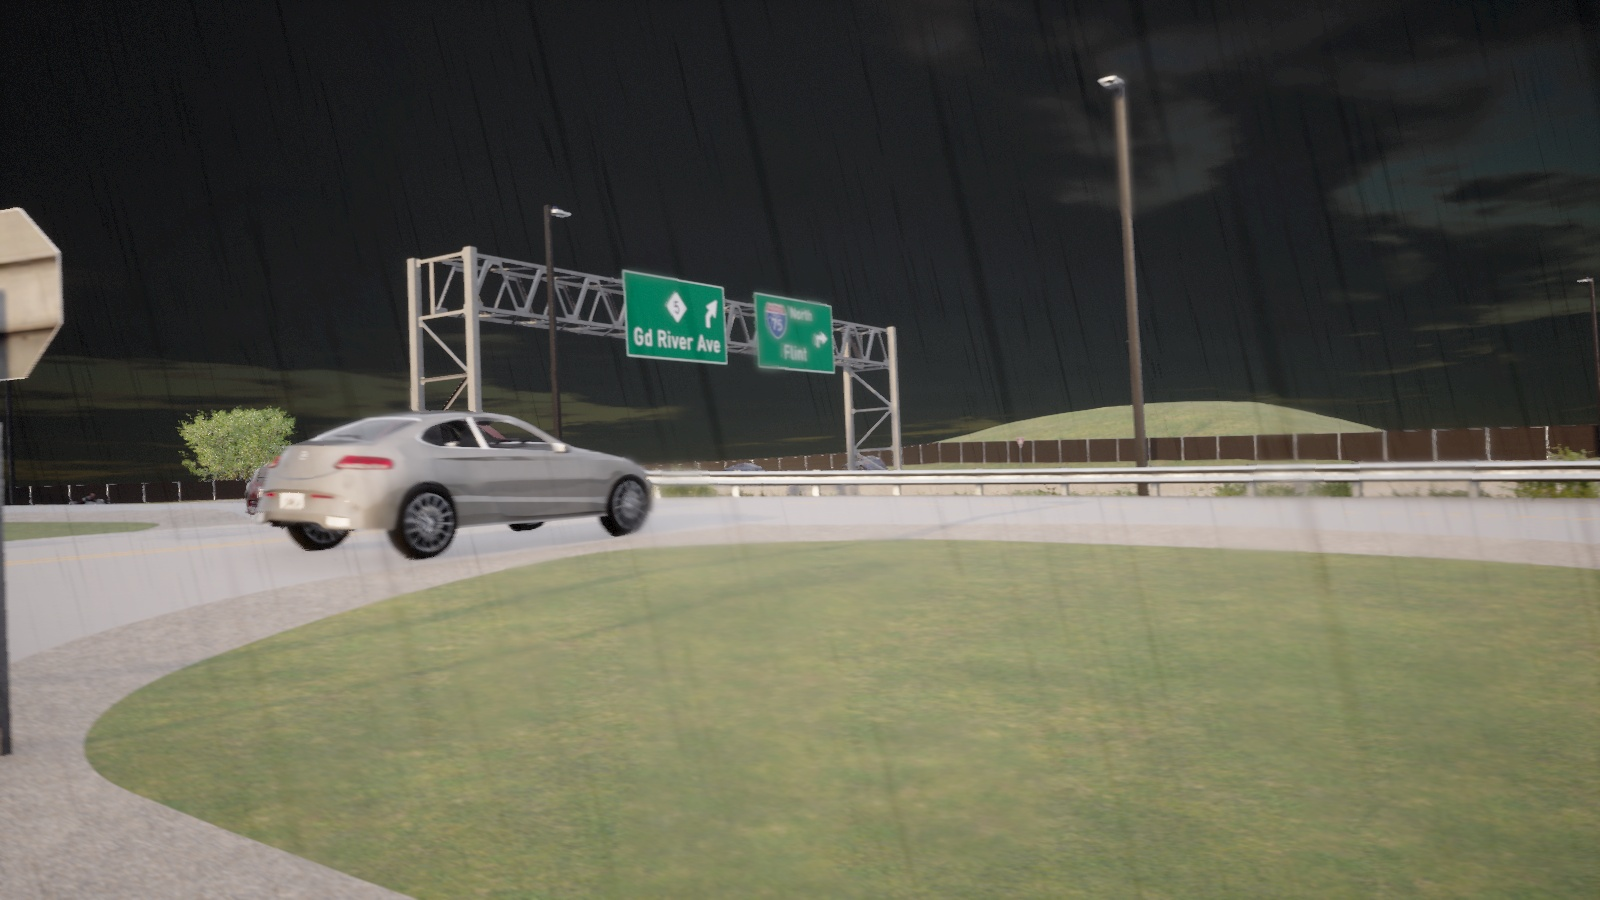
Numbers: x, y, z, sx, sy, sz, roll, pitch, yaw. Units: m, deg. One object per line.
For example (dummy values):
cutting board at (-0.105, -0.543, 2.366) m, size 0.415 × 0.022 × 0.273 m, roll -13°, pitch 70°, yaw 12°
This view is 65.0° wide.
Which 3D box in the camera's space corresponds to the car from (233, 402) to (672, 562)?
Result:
car at (-4.041, 0.267, 15.574) m, size 2.152 × 1.651 × 5.027 m, roll -1°, pitch 1°, yaw 34°

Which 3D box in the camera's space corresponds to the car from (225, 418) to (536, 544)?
car at (-6.121, 0.381, 18.700) m, size 1.851 × 1.617 × 3.988 m, roll -1°, pitch 1°, yaw 38°
